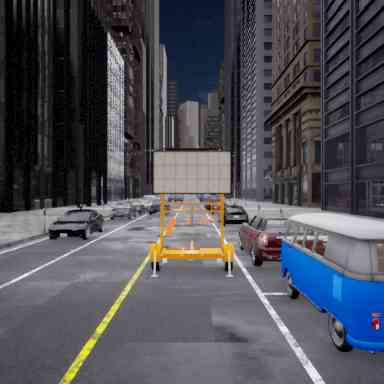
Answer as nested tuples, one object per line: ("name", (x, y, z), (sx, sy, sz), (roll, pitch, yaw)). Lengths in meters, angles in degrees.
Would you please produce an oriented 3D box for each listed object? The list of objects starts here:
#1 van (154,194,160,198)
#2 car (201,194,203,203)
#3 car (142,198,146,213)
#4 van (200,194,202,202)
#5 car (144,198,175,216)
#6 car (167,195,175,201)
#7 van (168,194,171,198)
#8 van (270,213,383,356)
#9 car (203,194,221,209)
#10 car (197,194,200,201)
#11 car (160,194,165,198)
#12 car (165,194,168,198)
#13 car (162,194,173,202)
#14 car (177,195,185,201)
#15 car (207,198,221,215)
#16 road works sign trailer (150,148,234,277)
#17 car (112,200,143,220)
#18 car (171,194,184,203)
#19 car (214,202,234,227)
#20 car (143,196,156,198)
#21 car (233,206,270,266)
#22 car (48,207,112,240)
("van", (-5.745, 1.361, 45.142), (1.690, 1.788, 3.998), (0, 0, 0))
("car", (2.780, 1.334, 45.151), (2.192, 1.841, 5.009), (0, 0, 0))
("car", (-5.749, 1.593, 33.923), (1.802, 1.307, 4.206), (0, 0, 0))
("van", (2.786, 1.374, 61.978), (1.690, 1.788, 3.998), (0, 0, 0))
("car", (-3.089, 1.558, 32.683), (2.033, 1.411, 5.357), (0, 0, 0))
("car", (-5.728, 1.611, 90.018), (2.008, 1.369, 4.403), (0, 0, 0))
("van", (-5.734, 1.384, 73.190), (1.690, 1.788, 3.998), (0, 0, 0))
("van", (2.766, 1.341, 5.887), (1.690, 1.788, 3.998), (0, 0, 0))
("car", (2.778, 1.330, 39.542), (2.192, 1.841, 5.009), (0, 0, 0))
("car", (2.791, 1.358, 73.197), (2.192, 1.841, 5.009), (0, 0, 0))
("car", (-5.743, 1.464, 50.751), (1.967, 1.590, 4.097), (0, 0, 0))
("car", (-5.741, 1.343, 56.361), (2.192, 1.841, 5.009), (0, 0, 0))
("car", (-5.732, 1.364, 78.799), (2.192, 1.841, 5.009), (0, 0, 0))
("car", (-2.966, 1.608, 90.223), (2.033, 1.411, 5.357), (0, 0, 0))
("car", (2.776, 1.593, 33.933), (1.802, 1.307, 4.206), (0, 0, 0))
("road works sign trailer", (0.004, 0.465, 10.222), (2.380, 3.560, 2.880), (0, 0, 0))
("car", (-5.751, 1.558, 28.314), (2.008, 1.369, 4.403), (0, 0, 0))
("car", (-2.973, 1.577, 72.637), (2.033, 1.411, 5.357), (0, 0, 0))
("car", (2.772, 1.571, 22.714), (1.947, 1.339, 4.313), (0, 0, 0))
("car", (-5.747, 1.540, 39.362), (1.752, 1.417, 4.829), (0, 0, 0))
("car", (2.768, 1.441, 11.496), (1.967, 1.590, 4.097), (0, 0, 0))
("car", (-5.755, 1.569, 17.095), (1.947, 1.339, 4.313), (0, 0, 0))
